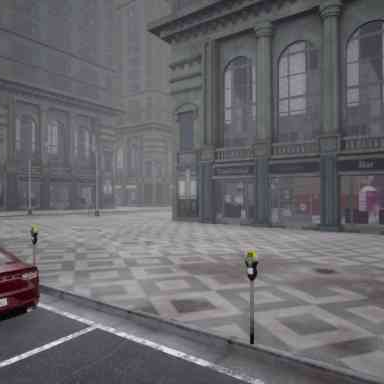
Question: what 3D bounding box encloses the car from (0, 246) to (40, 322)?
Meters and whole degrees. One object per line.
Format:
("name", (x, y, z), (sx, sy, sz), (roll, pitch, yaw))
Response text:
("car", (-4.713, 1.546, 6.316), (4.507, 1.381, 1.887), (0, 0, 35))
